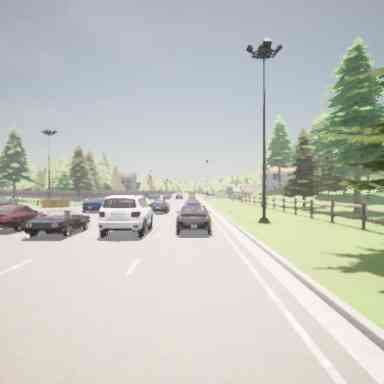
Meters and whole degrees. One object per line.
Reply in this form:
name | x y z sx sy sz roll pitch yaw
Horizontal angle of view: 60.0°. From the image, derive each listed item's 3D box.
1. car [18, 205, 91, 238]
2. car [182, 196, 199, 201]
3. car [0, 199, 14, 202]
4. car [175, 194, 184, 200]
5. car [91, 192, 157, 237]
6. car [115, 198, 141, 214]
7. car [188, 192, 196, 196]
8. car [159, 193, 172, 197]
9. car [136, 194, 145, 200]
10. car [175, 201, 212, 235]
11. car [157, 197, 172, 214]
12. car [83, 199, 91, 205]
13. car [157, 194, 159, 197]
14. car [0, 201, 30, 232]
car | -6.901 1.574 17.560 1.895 1.301 4.718 0 0 0
car | 0.084 1.472 35.829 1.812 1.442 4.674 0 0 0
car | -19.097 1.441 34.070 2.128 1.511 4.902 0 0 -22
car | -3.507 1.213 90.489 2.097 1.767 4.553 0 0 0
car | -3.401 1.195 17.933 2.150 2.045 5.566 0 0 0
car | -6.901 1.423 36.343 1.882 1.535 5.008 0 0 0
car | -0.007 1.213 90.489 2.097 1.767 4.553 0 0 0
car | -7.007 1.382 90.102 2.128 1.511 4.902 0 0 0
car | -14.007 1.382 90.518 1.812 1.442 4.674 0 0 0
car | 0.099 1.463 18.749 2.128 1.511 4.902 0 0 0
car | -3.403 1.511 35.357 1.994 1.385 4.181 0 0 0
car | -10.401 1.423 36.344 1.882 1.535 5.008 0 0 0
car | -10.507 1.382 90.102 2.128 1.511 4.902 0 0 0
car | -10.416 1.496 19.768 1.812 1.442 4.674 0 0 0
